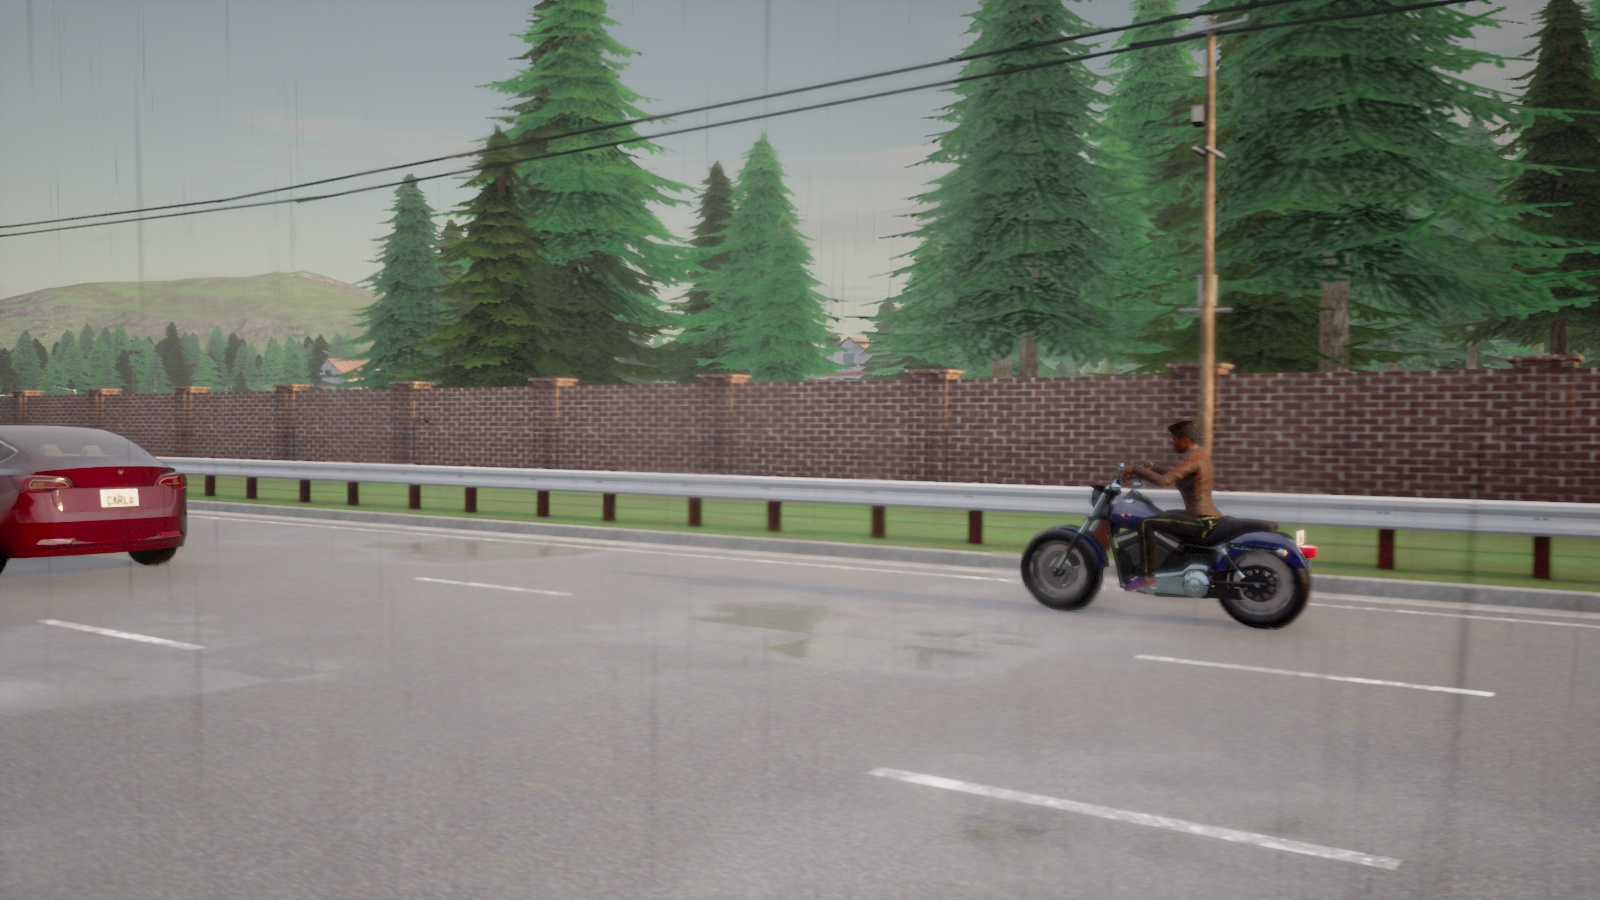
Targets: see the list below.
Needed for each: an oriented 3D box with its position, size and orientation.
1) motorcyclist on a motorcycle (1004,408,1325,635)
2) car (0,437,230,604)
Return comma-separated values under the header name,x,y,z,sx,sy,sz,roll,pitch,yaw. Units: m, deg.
name,x,y,z,sx,sy,sz,roll,pitch,yaw
motorcyclist on a motorcycle,2.893,0.518,10.104,2.350,1.649,0.766,0,1,34
car,-8.534,0.624,13.494,4.792,1.488,2.163,0,1,34
